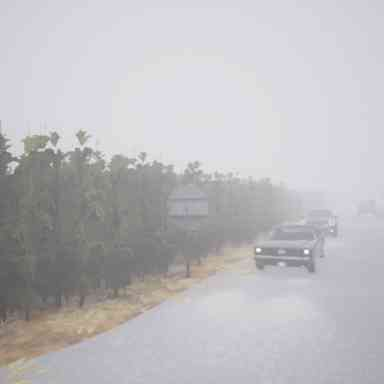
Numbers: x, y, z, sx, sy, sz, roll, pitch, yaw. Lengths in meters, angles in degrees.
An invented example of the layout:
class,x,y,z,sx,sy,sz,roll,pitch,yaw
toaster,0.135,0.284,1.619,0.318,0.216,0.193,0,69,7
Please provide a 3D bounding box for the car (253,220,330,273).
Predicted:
class,x,y,z,sx,sy,sz,roll,pitch,yaw
car,3.685,1.913,12.069,1.895,1.301,4.718,-3,-2,26

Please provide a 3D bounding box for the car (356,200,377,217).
class,x,y,z,sx,sy,sz,roll,pitch,yaw
car,22.061,1.999,41.939,2.150,2.045,5.566,-3,-2,26

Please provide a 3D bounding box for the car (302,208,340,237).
class,x,y,z,sx,sy,sz,roll,pitch,yaw
car,8.219,1.839,21.255,2.097,1.767,4.553,-3,-2,26
